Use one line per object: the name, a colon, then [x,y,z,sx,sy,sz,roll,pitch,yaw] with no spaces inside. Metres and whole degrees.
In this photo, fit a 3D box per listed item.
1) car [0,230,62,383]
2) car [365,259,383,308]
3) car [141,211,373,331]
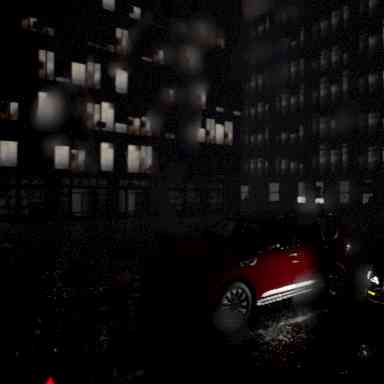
car: [-3.217,1.201,0.774,5.566,2.045,2.150,1,-1,-36]
car: [5.558,1.587,7.019,4.892,1.490,1.837,1,0,-35]
car: [1.457,1.365,7.129,5.009,1.841,2.192,1,0,-35]
